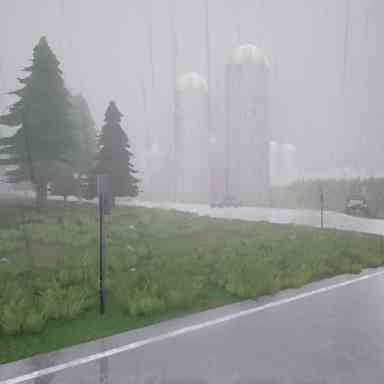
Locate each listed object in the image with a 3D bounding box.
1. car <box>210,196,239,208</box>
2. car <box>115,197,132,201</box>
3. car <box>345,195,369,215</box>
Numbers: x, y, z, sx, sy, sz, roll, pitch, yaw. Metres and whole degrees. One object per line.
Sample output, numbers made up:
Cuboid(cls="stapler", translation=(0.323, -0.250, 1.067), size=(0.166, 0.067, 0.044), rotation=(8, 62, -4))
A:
Cuboid(cls="car", translation=(4.314, 1.342, 44.654), size=(3.988, 1.617, 1.851), rotation=(0, 0, -36))
Cuboid(cls="car", translation=(-15.100, 1.409, 71.354), size=(4.181, 1.381, 1.994), rotation=(0, 0, -36))
Cuboid(cls="car", translation=(15.945, 1.216, 32.242), size=(1.905, 1.878, 3.866), rotation=(0, 0, 24))
